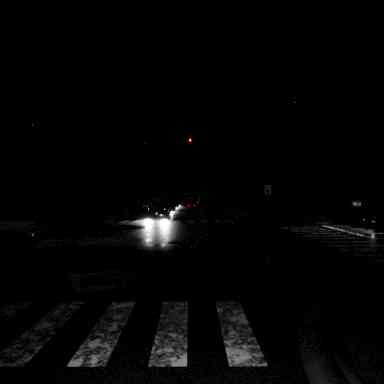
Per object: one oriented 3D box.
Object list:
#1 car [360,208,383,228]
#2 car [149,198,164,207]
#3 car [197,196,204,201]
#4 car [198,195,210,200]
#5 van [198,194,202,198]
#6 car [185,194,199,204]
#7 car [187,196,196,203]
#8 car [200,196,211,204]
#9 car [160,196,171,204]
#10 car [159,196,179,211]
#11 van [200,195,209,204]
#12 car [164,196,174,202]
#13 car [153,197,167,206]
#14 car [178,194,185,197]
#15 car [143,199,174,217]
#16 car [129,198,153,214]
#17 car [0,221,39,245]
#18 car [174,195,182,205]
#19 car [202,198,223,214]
[{"bbox_3d":[13.058,1.456,20.587,4.892,1.490,1.837,0,0,0],"label":"car"},{"bbox_3d":[-5.576,1.650,52.643,1.802,1.307,4.206,0,0,0],"label":"car"},{"bbox_3d":[2.152,1.693,90.056,1.812,1.442,4.674,0,0,0],"label":"car"},{"bbox_3d":[2.449,1.634,52.620,1.947,1.339,4.313,0,0,0],"label":"car"},{"bbox_3d":[2.466,1.421,58.130,1.690,1.788,3.998,0,0,0],"label":"van"},{"bbox_3d":[-0.051,1.585,63.859,2.128,1.511,4.902,0,0,0],"label":"car"},{"bbox_3d":[-0.116,1.675,74.015,1.994,1.385,4.181,0,0,0],"label":"car"},{"bbox_3d":[2.433,1.639,47.109,1.802,1.307,4.206,0,0,0],"label":"car"},{"bbox_3d":[-5.526,1.548,69.176,1.967,1.590,4.097,0,0,0],"label":"car"},{"bbox_3d":[-3.066,1.612,41.944,1.994,1.385,4.181,0,0,1],"label":"car"},{"bbox_3d":[2.498,1.449,69.152,1.690,1.788,3.998,0,0,0],"label":"van"},{"bbox_3d":[-5.493,1.690,80.197,2.008,1.369,4.403,0,0,0],"label":"car"},{"bbox_3d":[-5.559,1.631,58.154,2.008,1.369,4.403,0,0,0],"label":"car"},{"bbox_3d":[-2.962,1.581,62.009,2.128,1.511,4.902,0,0,1],"label":"car"},{"bbox_3d":[-3.119,1.633,31.989,1.895,1.301,4.718,0,0,1],"label":"car"},{"bbox_3d":[-5.625,1.478,36.112,1.967,1.590,4.097,0,0,0],"label":"car"},{"bbox_3d":[-9.347,1.630,14.552,4.718,1.301,1.895,0,0,-12],"label":"car"},{"bbox_3d":[-3.036,1.630,51.929,1.994,1.385,4.181,0,0,0],"label":"car"},{"bbox_3d":[2.399,1.604,36.087,1.947,1.339,4.313,0,0,0],"label":"car"}]
